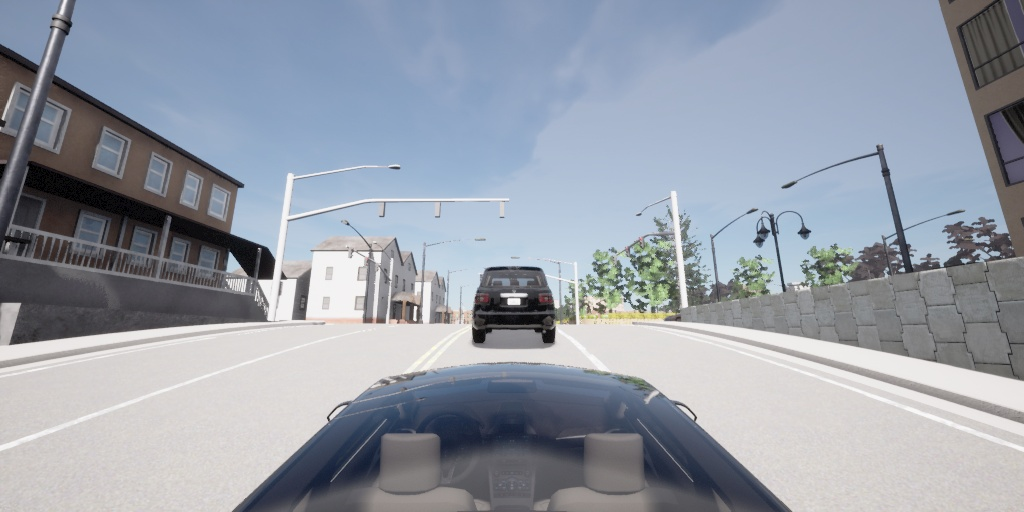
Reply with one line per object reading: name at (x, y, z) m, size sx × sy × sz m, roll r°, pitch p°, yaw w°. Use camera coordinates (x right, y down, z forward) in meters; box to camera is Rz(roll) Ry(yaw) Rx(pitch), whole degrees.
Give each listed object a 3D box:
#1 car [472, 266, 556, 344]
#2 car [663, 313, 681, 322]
car at (0.049, 1.499, 11.148) m, size 2.150 × 2.045 × 5.566 m, roll 0°, pitch -7°, yaw 0°
car at (15.821, 5.448, 31.727) m, size 4.553 × 1.767 × 2.097 m, roll 0°, pitch -12°, yaw 0°
